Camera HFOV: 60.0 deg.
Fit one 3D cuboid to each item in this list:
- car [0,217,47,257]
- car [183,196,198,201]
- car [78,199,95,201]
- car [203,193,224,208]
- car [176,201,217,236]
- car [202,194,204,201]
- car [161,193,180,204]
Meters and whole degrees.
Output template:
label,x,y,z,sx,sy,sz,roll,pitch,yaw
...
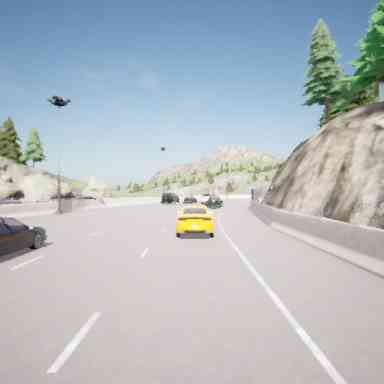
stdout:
label,x,y,z,sx,sy,sz,roll,pitch,yaw
car,-6.899,1.547,11.303,2.033,1.411,5.357,0,0,0
car,-0.209,1.487,62.877,2.128,1.511,4.902,0,0,16
car,-23.197,1.423,72.071,2.033,1.411,5.357,0,0,17
car,3.383,1.348,48.189,2.097,1.767,4.553,0,0,11
car,0.186,1.476,18.275,1.882,1.535,5.008,0,0,1
car,3.375,1.218,62.988,2.150,2.045,5.566,0,0,16
car,-4.020,1.218,62.496,2.150,2.045,5.566,0,0,16
